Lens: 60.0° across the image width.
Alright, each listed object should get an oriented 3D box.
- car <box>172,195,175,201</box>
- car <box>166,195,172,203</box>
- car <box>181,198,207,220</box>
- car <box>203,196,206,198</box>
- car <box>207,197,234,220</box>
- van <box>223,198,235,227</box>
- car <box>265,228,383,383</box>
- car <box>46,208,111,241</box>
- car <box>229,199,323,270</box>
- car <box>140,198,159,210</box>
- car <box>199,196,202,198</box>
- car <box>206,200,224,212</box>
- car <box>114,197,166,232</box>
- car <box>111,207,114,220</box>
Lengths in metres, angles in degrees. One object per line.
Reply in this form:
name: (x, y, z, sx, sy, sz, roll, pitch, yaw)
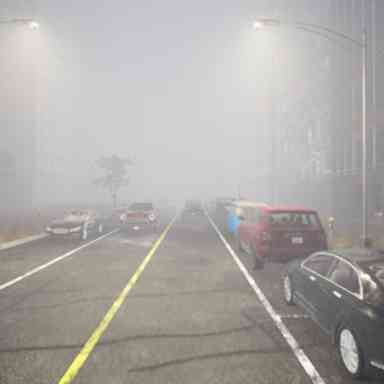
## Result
car: (-5.698, 1.567, 89.700, 1.752, 1.417, 4.829, 1, 0, 0)
car: (-5.694, 1.582, 67.298, 1.887, 1.381, 4.507, 1, 0, 0)
car: (0.096, 1.512, 28.501, 2.128, 1.511, 4.902, 0, 0, 0)
car: (2.691, 1.554, 44.918, 1.752, 1.417, 4.829, 1, 0, 0)
car: (2.696, 1.334, 27.824, 2.192, 1.841, 5.009, 1, 0, 0)
van: (2.698, 1.353, 16.541, 1.690, 1.788, 3.998, 1, 0, 0)
car: (2.697, 1.555, 5.258, 2.008, 1.369, 4.403, 1, 0, 0)
car: (-5.685, 1.563, 16.514, 2.008, 1.369, 4.403, 1, 0, 0)
car: (2.699, 1.323, 10.900, 2.192, 1.841, 5.009, 1, 0, 0)
car: (-5.690, 1.580, 44.728, 2.008, 1.369, 4.403, 1, 0, 0)
car: (0.070, 1.555, 46.108, 1.812, 1.442, 4.674, 0, 0, 0)
car: (2.691, 1.608, 39.107, 1.802, 1.307, 4.206, 1, 0, 0)
car: (-3.003, 1.364, 20.220, 2.097, 1.767, 4.553, 0, 0, 0)
car: (-5.687, 1.570, 27.799, 2.008, 1.369, 4.403, 1, 0, 0)
